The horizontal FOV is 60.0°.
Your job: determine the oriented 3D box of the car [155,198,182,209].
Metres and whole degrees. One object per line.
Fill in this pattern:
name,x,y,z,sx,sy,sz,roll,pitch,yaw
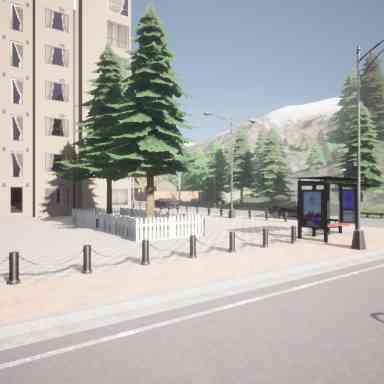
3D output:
car,-3.247,1.522,44.760,1.837,1.490,4.892,0,-1,-35

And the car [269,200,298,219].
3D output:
car,8.699,1.493,27.603,1.882,1.535,5.008,0,1,-35
